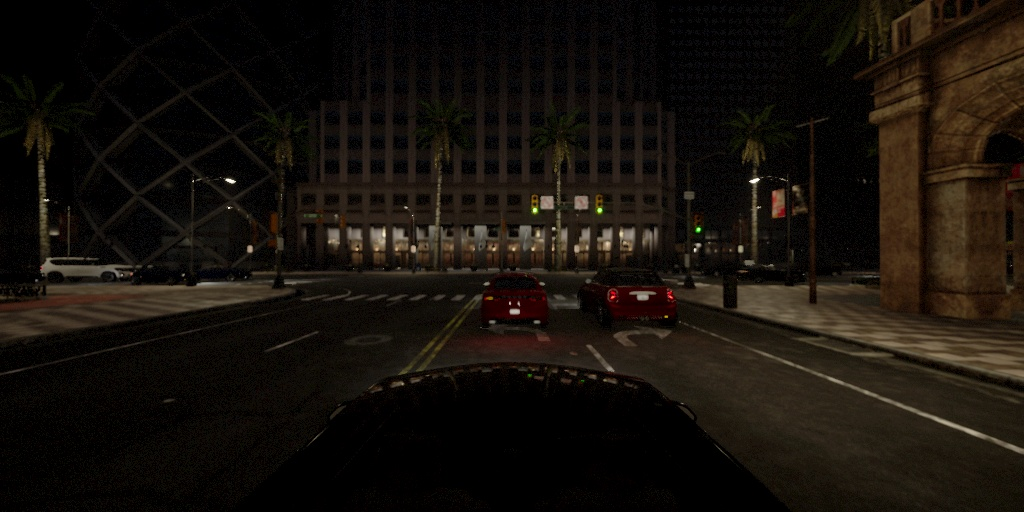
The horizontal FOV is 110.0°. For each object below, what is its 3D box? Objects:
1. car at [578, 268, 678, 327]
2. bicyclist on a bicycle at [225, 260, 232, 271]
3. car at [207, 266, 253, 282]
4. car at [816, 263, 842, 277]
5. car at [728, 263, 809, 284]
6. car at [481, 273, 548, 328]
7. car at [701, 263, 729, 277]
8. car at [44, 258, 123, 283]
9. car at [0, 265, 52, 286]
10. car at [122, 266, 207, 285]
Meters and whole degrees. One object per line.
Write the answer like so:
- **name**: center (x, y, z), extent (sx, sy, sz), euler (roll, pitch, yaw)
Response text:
- **car**: center (3.582, 1.170, 11.926), extent (2.097, 1.767, 4.553), euler (0, 0, 0)
- **bicyclist on a bicycle**: center (-35.770, 1.346, 45.229), extent (0.582, 1.620, 1.656), euler (0, 0, -12)
- **car**: center (-25.741, 1.554, 31.605), extent (4.718, 1.301, 1.895), euler (0, 0, -3)
- **car**: center (32.760, 1.480, 38.899), extent (5.008, 1.535, 1.882), euler (0, 0, 0)
- **car**: center (20.341, 1.421, 28.232), extent (4.902, 1.511, 2.128), euler (0, 0, 0)
- **car**: center (0.082, 1.296, 11.788), extent (1.882, 1.535, 5.008), euler (0, 0, 0)
- **car**: center (23.153, 1.507, 38.925), extent (4.892, 1.490, 1.837), euler (0, 0, 0)
- **car**: center (-35.355, 1.164, 30.088), extent (5.566, 2.045, 2.150), euler (0, 0, -19)
- **car**: center (-37.308, 1.514, 25.709), extent (4.718, 1.301, 1.895), euler (0, 0, -25)
- **car**: center (-27.025, 1.493, 28.007), extent (4.181, 1.385, 1.994), euler (0, 0, -4)
